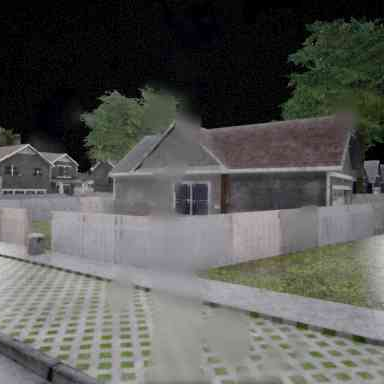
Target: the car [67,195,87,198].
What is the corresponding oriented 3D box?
[{"bbox_3d":[-12.767,1.163,36.191,1.837,1.490,4.892,1,1,34],"label":"car"}]
